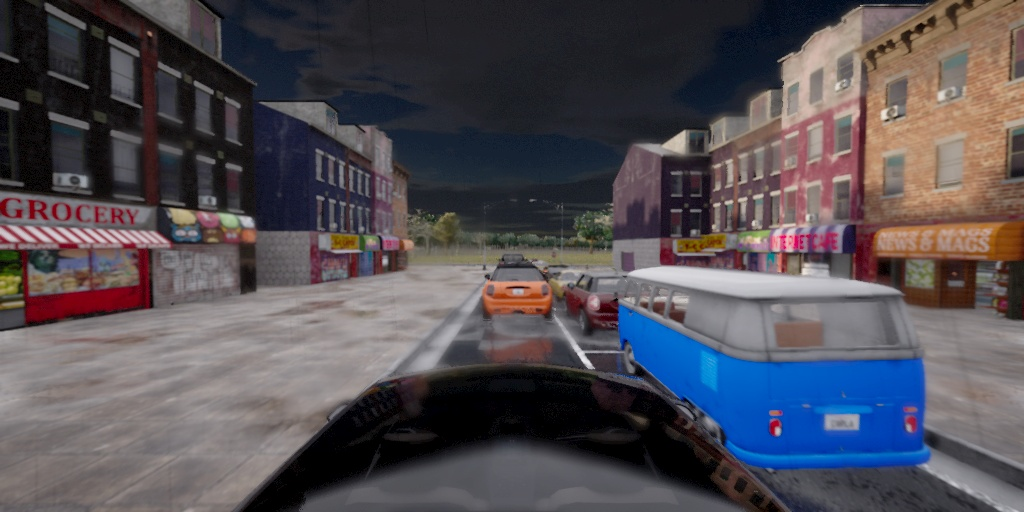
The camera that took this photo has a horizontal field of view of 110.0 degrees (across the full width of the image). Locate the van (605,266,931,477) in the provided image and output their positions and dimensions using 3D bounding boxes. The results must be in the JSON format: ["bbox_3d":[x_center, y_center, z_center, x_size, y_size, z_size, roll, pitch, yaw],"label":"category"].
[{"bbox_3d":[2.636,1.069,4.700,1.690,1.789,3.998,0,0,0],"label":"van"}]

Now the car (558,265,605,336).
[{"bbox_3d":[2.636,1.129,10.232,1.967,1.591,4.097,0,0,0],"label":"car"}]

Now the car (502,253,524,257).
[{"bbox_3d":[0.089,0.785,28.184,2.150,2.045,5.566,0,1,1],"label":"car"}]

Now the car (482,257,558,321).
[{"bbox_3d":[0.125,1.026,12.310,2.097,1.767,4.553,0,0,-1],"label":"car"}]
